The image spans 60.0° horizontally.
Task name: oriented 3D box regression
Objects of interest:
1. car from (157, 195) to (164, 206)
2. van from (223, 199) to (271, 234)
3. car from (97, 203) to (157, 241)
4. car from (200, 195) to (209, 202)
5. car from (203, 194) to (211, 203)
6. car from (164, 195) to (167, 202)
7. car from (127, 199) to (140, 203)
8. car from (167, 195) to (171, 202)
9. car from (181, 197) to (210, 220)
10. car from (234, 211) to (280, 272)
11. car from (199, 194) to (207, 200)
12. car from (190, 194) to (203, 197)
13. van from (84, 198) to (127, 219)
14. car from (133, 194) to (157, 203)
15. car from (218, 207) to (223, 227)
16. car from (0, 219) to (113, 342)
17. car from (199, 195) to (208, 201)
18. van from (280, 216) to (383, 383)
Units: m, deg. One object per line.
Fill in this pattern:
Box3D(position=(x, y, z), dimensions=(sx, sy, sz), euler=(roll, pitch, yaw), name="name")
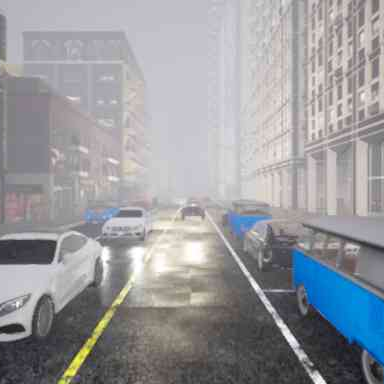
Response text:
Box3D(position=(-5.698, 1.409, 49.972), dimensions=(1.947, 1.339, 4.313), euler=(0, 0, 0), name="car")
Box3D(position=(2.688, 1.285, 16.081), dimensions=(1.690, 1.788, 3.998), euler=(0, 0, 0), name="van")
Box3D(position=(-3.003, 1.471, 16.361), dimensions=(1.812, 1.442, 4.674), euler=(0, 0, 0), name="car")
Box3D(position=(2.678, 1.348, 72.567), dimensions=(1.947, 1.339, 4.313), euler=(0, 0, 0), name="car")
Box3D(position=(2.680, 1.392, 61.270), dimensions=(1.802, 1.307, 4.206), euler=(0, 0, 0), name="car")
Box3D(position=(-5.699, 1.378, 55.620), dimensions=(2.008, 1.369, 4.403), euler=(0, 0, 0), name="car")
Box3D(position=(-5.695, 1.492, 27.378), dimensions=(1.802, 1.307, 4.206), euler=(0, 0, 0), name="car")
Box3D(position=(-5.701, 1.323, 66.747), dimensions=(1.752, 1.417, 4.829), euler=(0, 0, 0), name="car")
Box3D(position=(0.093, 1.401, 27.353), dimensions=(2.128, 1.511, 4.902), euler=(0, 0, 0), name="car")
Box3D(position=(2.689, 1.514, 10.433), dimensions=(2.008, 1.369, 4.403), euler=(0, 0, 0), name="car")
Box3D(position=(2.676, 1.196, 83.864), dimensions=(1.967, 1.590, 4.097), euler=(0, 0, 0), name="car")
Box3D(position=(0.094, 1.332, 45.420), dimensions=(1.882, 1.535, 5.008), euler=(0, 0, 0), name="car")
Box3D(position=(-5.694, 1.269, 21.728), dimensions=(1.690, 1.788, 3.998), euler=(0, 0, 0), name="van")
Box3D(position=(-5.697, 1.191, 38.674), dimensions=(2.192, 1.841, 5.009), euler=(0, 0, 0), name="car")
Box3D(position=(2.686, 1.492, 21.730), dimensions=(1.947, 1.339, 4.313), euler=(0, 0, 0), name="car")
Box3D(position=(-3.097, 1.503, 6.559), dimensions=(1.812, 1.442, 4.674), euler=(0, 0, 0), name="car")
Box3D(position=(2.677, 1.350, 78.216), dimensions=(1.802, 1.307, 4.206), euler=(0, 0, 0), name="car")
Box3D(position=(2.690, 1.323, 4.784), dimensions=(1.690, 1.788, 3.998), euler=(0, 0, 0), name="van")
